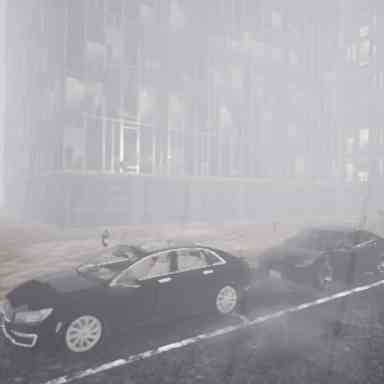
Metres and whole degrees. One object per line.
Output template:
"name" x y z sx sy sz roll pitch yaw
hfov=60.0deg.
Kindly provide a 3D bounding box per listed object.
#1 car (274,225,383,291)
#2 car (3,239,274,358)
"car" 3.791 1.643 9.249 4.313 1.339 1.947 1 0 -35
"car" -0.846 1.575 5.948 4.403 1.369 2.008 1 0 -35
